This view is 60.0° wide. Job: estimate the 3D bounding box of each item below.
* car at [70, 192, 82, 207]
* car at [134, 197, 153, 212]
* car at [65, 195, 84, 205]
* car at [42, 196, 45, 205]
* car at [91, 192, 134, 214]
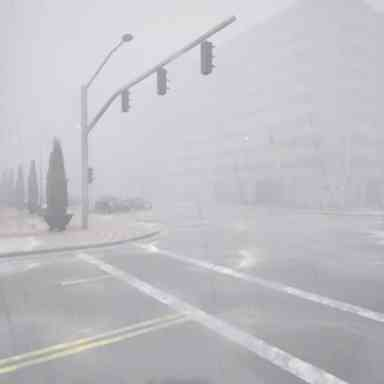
[{"bbox_3d":[-16.948,1.175,45.830,2.097,1.767,4.553,-1,0,-35],"label":"car"},{"bbox_3d":[-5.996,1.284,36.191,2.128,1.511,4.902,-1,0,-35],"label":"car"},{"bbox_3d":[-19.631,1.315,55.636,1.812,1.442,4.674,-1,0,-35],"label":"car"},{"bbox_3d":[-24.604,1.314,56.678,2.128,1.511,4.902,-1,0,-35],"label":"car"},{"bbox_3d":[-7.914,1.176,32.835,2.097,1.767,4.553,-1,1,-35],"label":"car"}]
